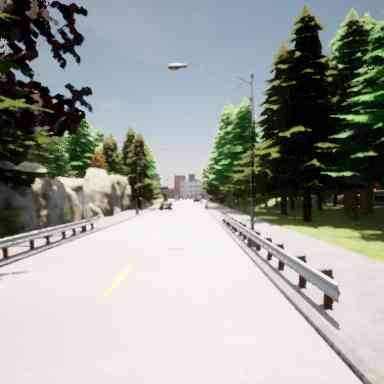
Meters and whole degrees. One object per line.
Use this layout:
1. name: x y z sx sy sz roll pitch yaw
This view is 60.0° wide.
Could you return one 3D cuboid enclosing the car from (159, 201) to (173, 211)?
1. car: -3.918 2.075 51.110 2.128 1.511 4.902 0 -1 1
